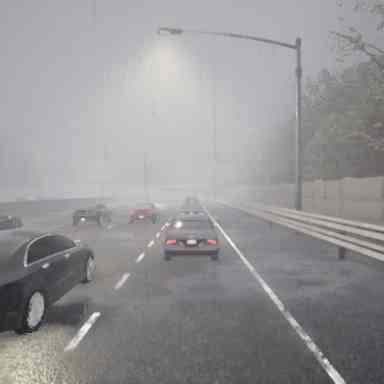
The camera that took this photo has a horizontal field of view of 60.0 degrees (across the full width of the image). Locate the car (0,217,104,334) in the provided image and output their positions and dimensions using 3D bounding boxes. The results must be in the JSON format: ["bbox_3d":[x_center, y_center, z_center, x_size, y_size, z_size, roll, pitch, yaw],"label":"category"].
[{"bbox_3d":[-3.408,1.505,6.731,1.837,1.490,4.892,0,0,0],"label":"car"}]

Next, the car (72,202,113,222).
[{"bbox_3d":[-6.930,1.502,23.589,1.837,1.490,4.892,0,0,0],"label":"car"}]

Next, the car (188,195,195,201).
[{"bbox_3d":[-0.108,1.568,85.489,1.882,1.535,5.008,0,0,0],"label":"car"}]

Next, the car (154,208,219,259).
[{"bbox_3d":[-0.018,1.542,12.450,2.033,1.411,5.357,0,0,0],"label":"car"}]

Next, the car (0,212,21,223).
[{"bbox_3d":[-10.421,1.549,16.319,2.033,1.411,5.357,0,0,0],"label":"car"}]

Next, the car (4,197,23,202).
[{"bbox_3d":[-28.096,1.514,53.366,1.882,1.535,5.008,0,0,1],"label":"car"}]

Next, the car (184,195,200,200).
[{"bbox_3d":[-0.053,1.351,43.395,2.097,1.767,4.553,0,0,0],"label":"car"}]

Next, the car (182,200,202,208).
[{"bbox_3d":[-0.030,1.538,24.798,2.033,1.411,5.357,0,0,0],"label":"car"}]

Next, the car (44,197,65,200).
[{"bbox_3d":[-21.117,1.594,52.805,1.994,1.385,4.181,0,0,0],"label":"car"}]

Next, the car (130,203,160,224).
[{"bbox_3d":[-3.433,1.520,24.828,1.812,1.442,4.674,0,0,0],"label":"car"}]

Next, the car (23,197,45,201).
[{"bbox_3d":[-24.599,1.527,53.594,2.128,1.511,4.902,0,0,1],"label":"car"}]
